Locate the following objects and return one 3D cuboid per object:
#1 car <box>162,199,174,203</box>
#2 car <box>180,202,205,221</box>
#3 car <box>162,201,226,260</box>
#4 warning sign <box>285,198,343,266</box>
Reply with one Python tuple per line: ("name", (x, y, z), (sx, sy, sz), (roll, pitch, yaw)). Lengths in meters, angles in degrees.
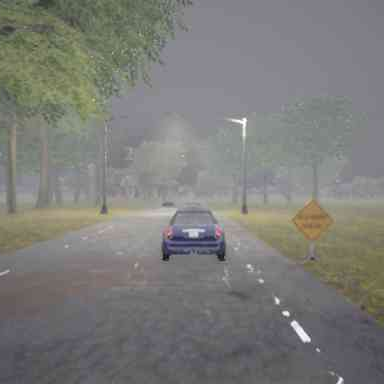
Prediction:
("car", (-3.579, 1.739, 51.611), (1.895, 1.301, 4.718), (0, 0, 0))
("car", (0.068, 1.622, 28.459), (1.994, 1.385, 4.181), (0, 0, 0))
("car", (0.067, 1.374, 12.671), (2.097, 1.767, 4.553), (0, 0, 0))
("warning sign", (3.562, 1.133, 9.877), (1.300, 1.860, 1.060), (1, 1, 0))
